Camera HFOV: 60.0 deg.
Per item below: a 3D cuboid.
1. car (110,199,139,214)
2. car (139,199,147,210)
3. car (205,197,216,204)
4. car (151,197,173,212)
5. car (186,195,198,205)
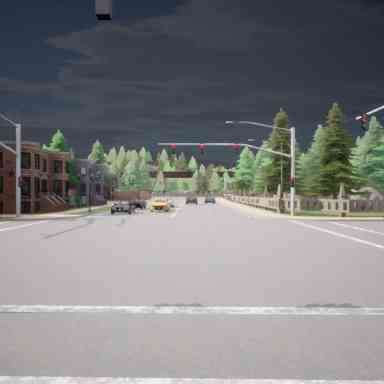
[{"bbox_3d":[-7.135,1.564,34.778,1.994,1.385,4.181,0,0,0],"label":"car"},{"bbox_3d":[-7.133,1.601,43.531,1.895,1.301,4.718,0,0,0],"label":"car"},{"bbox_3d":[3.531,1.564,65.129,1.994,1.385,4.181,0,0,0],"label":"car"},{"bbox_3d":[-3.635,1.478,38.754,1.882,1.535,5.008,0,0,0],"label":"car"},{"bbox_3d":[-0.064,1.352,60.148,2.097,1.767,4.553,0,0,0],"label":"car"}]
